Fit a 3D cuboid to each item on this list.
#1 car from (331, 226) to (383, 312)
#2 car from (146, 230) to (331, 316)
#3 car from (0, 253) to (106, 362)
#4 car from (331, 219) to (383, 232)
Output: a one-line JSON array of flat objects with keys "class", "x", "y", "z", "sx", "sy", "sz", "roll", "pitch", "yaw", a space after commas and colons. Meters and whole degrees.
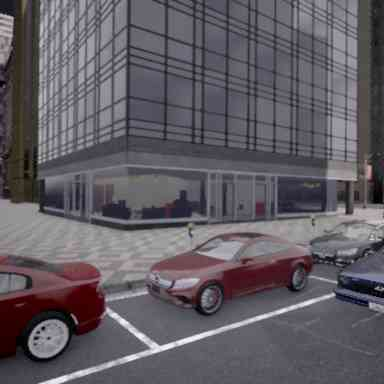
[{"class": "car", "x": 5.309, "y": 1.570, "z": 7.166, "sx": 5.357, "sy": 1.411, "sz": 2.033, "roll": 0, "pitch": 0, "yaw": -35}, {"class": "car", "x": 1.028, "y": 1.595, "z": 7.489, "sx": 4.206, "sy": 1.307, "sz": 1.802, "roll": 0, "pitch": 0, "yaw": -35}, {"class": "car", "x": -3.416, "y": 1.544, "z": 4.319, "sx": 4.507, "sy": 1.381, "sz": 1.887, "roll": 0, "pitch": 1, "yaw": -35}, {"class": "car", "x": 5.473, "y": 1.580, "z": 10.659, "sx": 4.403, "sy": 1.369, "sz": 2.008, "roll": 0, "pitch": 0, "yaw": -35}]
